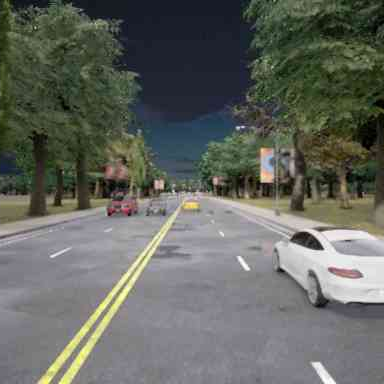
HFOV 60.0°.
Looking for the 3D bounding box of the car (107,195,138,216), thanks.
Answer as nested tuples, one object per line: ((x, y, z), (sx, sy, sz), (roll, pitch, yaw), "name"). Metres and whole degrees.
((-6.550, 1.280, 32.000), (2.150, 2.045, 5.566), (0, 0, 0), "car")

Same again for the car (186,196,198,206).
((-0.045, 1.464, 55.532), (1.882, 1.535, 5.008), (0, 0, 0), "car")

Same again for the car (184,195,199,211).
((-0.083, 1.453, 39.886), (1.801, 1.575, 5.366), (0, 0, 0), "car")

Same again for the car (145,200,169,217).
((-3.301, 1.541, 32.040), (1.837, 1.490, 4.892), (0, 0, 0), "car")

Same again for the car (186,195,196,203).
((-0.272, 1.494, 73.563), (2.128, 1.511, 4.902), (0, 0, 0), "car")

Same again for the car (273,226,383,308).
((3.248, 1.528, 7.813), (1.812, 1.442, 4.674), (0, 0, 0), "car")
